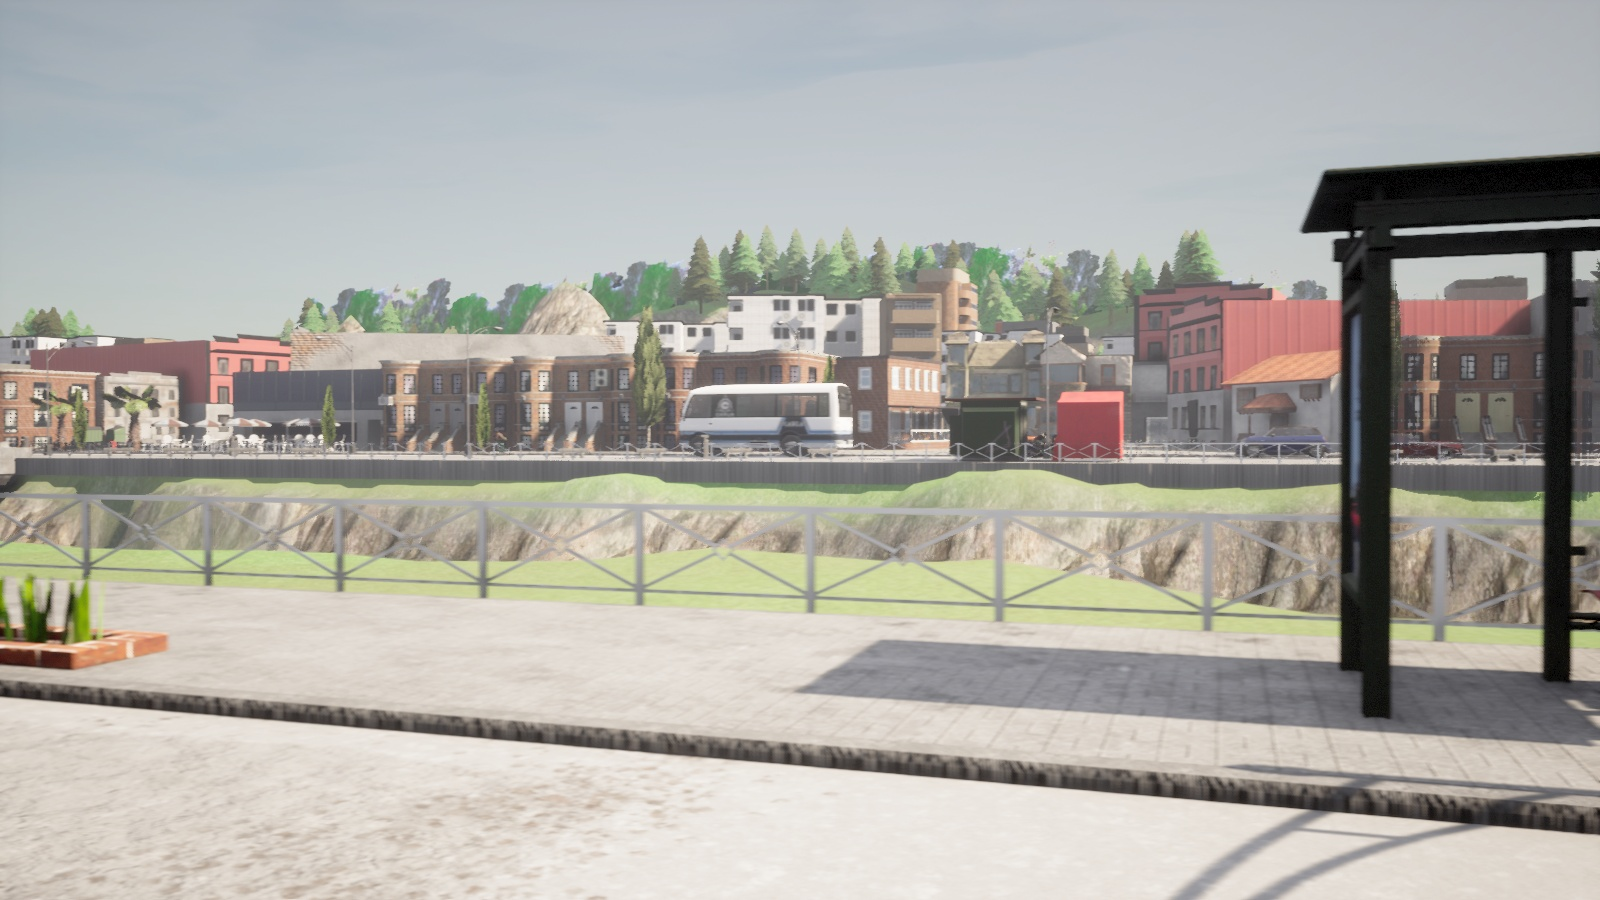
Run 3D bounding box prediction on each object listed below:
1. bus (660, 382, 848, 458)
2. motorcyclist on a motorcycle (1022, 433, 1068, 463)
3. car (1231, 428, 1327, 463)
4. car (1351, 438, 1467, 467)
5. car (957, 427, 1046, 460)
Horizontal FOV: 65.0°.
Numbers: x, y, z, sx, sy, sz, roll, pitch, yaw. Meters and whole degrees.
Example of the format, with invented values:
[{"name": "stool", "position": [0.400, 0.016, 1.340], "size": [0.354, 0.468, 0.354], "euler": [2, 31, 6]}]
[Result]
[{"name": "bus", "position": [-2.696, -1.744, 73.923], "size": [10.273, 4.253, 3.944], "euler": [1, 1, 19]}, {"name": "motorcyclist on a motorcycle", "position": [12.597, -0.125, 64.579], "size": [2.191, 1.530, 0.866], "euler": [1, 1, 19]}, {"name": "car", "position": [24.622, -0.259, 64.737], "size": [4.553, 1.767, 2.097], "euler": [1, 1, 19]}, {"name": "car", "position": [28.642, 0.087, 59.189], "size": [4.718, 1.301, 1.895], "euler": [1, 1, 19]}, {"name": "car", "position": [11.150, -0.382, 69.281], "size": [4.553, 1.767, 2.097], "euler": [1, 1, 19]}]
